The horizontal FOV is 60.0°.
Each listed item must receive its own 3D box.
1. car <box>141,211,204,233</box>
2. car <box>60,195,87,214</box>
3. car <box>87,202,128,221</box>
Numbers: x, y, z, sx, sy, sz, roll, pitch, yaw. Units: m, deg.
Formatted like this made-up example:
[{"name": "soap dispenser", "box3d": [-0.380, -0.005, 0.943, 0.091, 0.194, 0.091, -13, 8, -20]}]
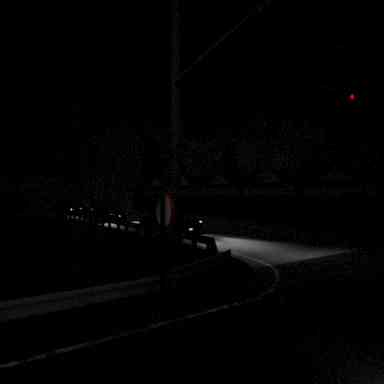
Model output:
[{"name": "car", "box3d": [-1.322, 1.793, 20.503, 1.895, 1.301, 4.718, 0, 0, -35]}, {"name": "car", "box3d": [-13.307, 1.412, 37.561, 2.150, 2.045, 5.566, 0, 0, -34]}, {"name": "car", "box3d": [-7.239, 1.696, 28.931, 1.837, 1.490, 4.892, 0, 0, -35]}]
